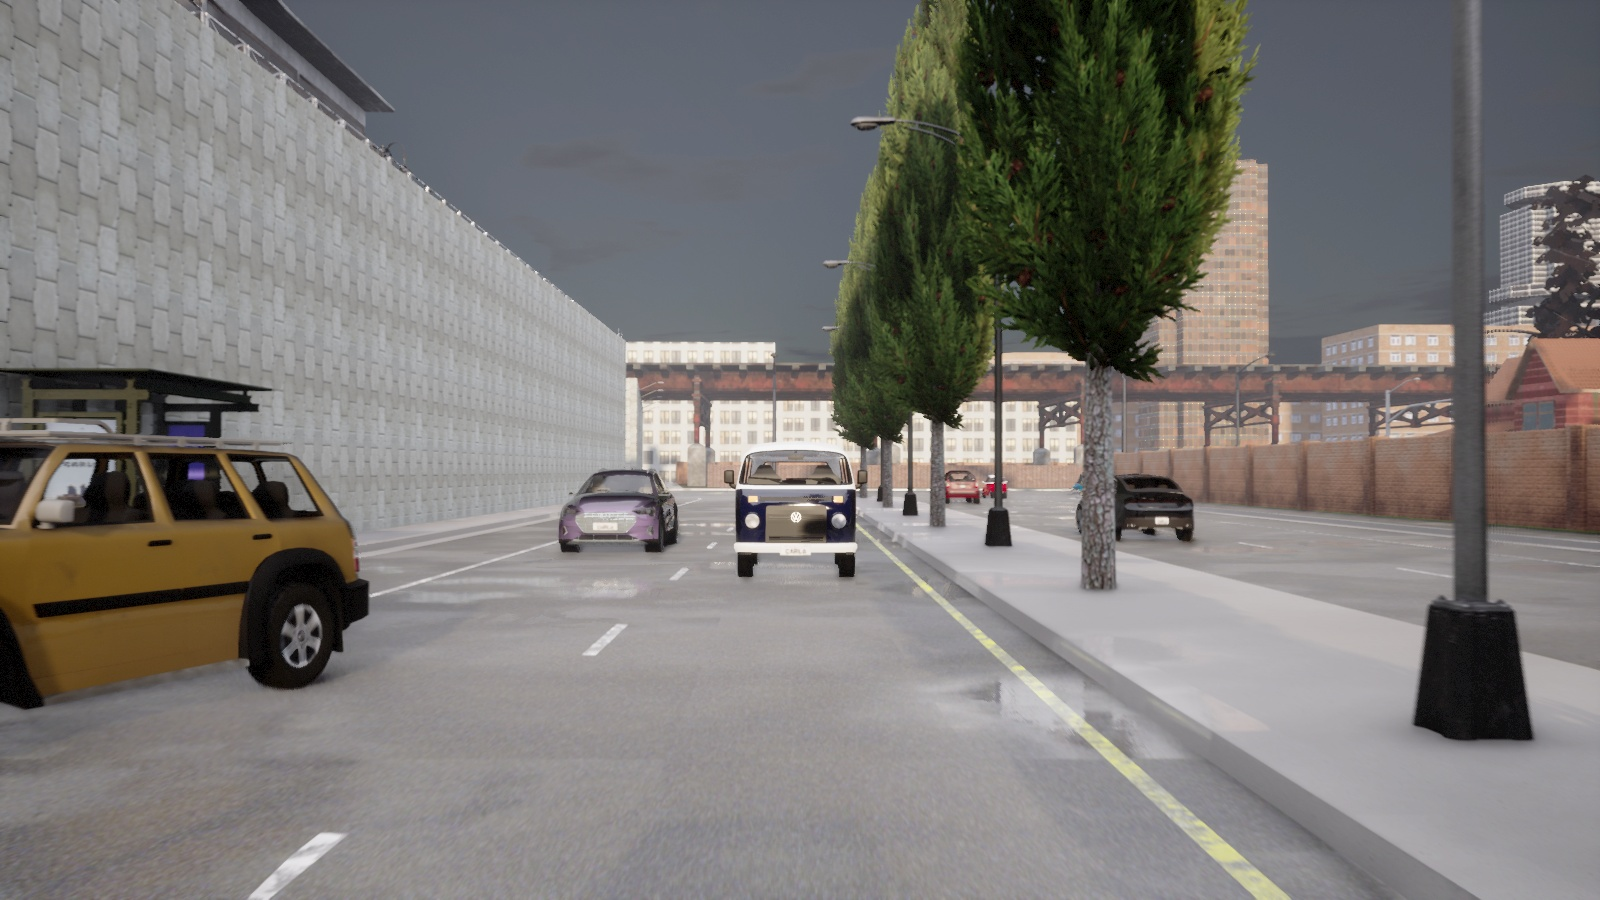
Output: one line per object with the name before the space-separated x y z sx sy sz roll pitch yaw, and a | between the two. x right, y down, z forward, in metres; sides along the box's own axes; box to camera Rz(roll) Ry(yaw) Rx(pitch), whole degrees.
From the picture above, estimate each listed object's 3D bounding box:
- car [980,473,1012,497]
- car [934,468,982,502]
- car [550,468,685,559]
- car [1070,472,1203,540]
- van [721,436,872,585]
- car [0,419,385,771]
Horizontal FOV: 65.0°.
car | 11.298 2.014 72.435 1.481 1.376 2.207 0 -1 0
car | 7.824 1.712 62.423 1.851 1.617 3.988 0 -1 0
car | -3.574 1.199 25.461 2.033 1.649 4.856 0 -1 0
car | 7.914 1.277 30.032 1.837 1.490 4.892 0 -1 0
van | -0.059 0.872 19.599 2.069 2.038 4.480 0 -1 0
car | -4.841 0.790 7.893 1.932 1.855 4.605 0 -1 17
